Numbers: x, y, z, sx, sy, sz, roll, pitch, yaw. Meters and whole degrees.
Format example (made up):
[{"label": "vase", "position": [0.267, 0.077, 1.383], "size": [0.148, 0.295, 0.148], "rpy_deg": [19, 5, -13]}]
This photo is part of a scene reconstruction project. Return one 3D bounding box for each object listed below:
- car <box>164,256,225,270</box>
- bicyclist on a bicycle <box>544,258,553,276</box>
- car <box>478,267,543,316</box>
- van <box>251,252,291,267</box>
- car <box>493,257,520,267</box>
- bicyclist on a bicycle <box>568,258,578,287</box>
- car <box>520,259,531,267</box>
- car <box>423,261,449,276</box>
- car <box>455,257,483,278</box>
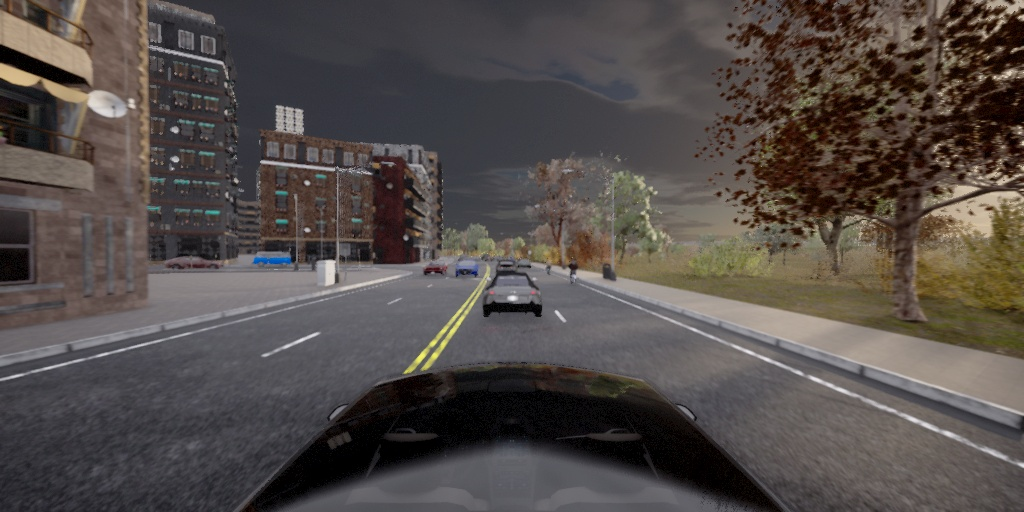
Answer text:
[{"label": "car", "position": [-29.377, 0.690, 33.271], "size": [4.207, 1.307, 1.802], "rpy_deg": [0, 0, -32]}, {"label": "bicyclist on a bicycle", "position": [3.403, 1.023, 33.227], "size": [0.866, 1.612, 1.509], "rpy_deg": [0, 0, -2]}, {"label": "car", "position": [-0.010, 1.257, 13.038], "size": [1.994, 1.385, 4.181], "rpy_deg": [0, 0, -1]}, {"label": "van", "position": [-28.972, 0.418, 43.418], "size": [3.998, 1.789, 1.690], "rpy_deg": [0, 0, -32]}, {"label": "car", "position": [-0.537, 1.100, 31.382], "size": [1.837, 1.490, 4.892], "rpy_deg": [0, 0, -2]}, {"label": "bicyclist on a bicycle", "position": [3.824, 1.015, 22.650], "size": [0.659, 1.776, 1.843], "rpy_deg": [0, 1, -2]}, {"label": "car", "position": [1.556, 1.048, 51.731], "size": [1.994, 1.385, 4.181], "rpy_deg": [0, 0, -4]}, {"label": "car", "position": [-7.269, 1.179, 34.471], "size": [1.895, 1.301, 4.718], "rpy_deg": [0, 0, -4]}, {"label": "car", "position": [-3.954, 1.068, 32.170], "size": [1.882, 1.535, 5.008], "rpy_deg": [0, 0, -2]}]
